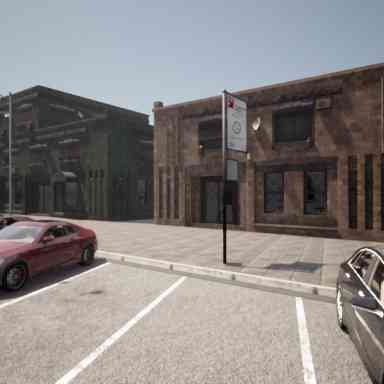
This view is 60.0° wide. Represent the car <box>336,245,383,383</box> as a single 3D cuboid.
[{"bbox_3d":[2.970,1.487,3.976,2.231,1.521,4.892,1,-1,15],"label":"car"}]

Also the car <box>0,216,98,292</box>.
[{"bbox_3d":[-4.365,1.527,9.192,2.002,1.452,4.674,1,-1,16],"label":"car"}]

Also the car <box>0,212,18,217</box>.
[{"bbox_3d":[-6.817,1.518,10.906,2.163,1.488,4.792,1,-1,16],"label":"car"}]
